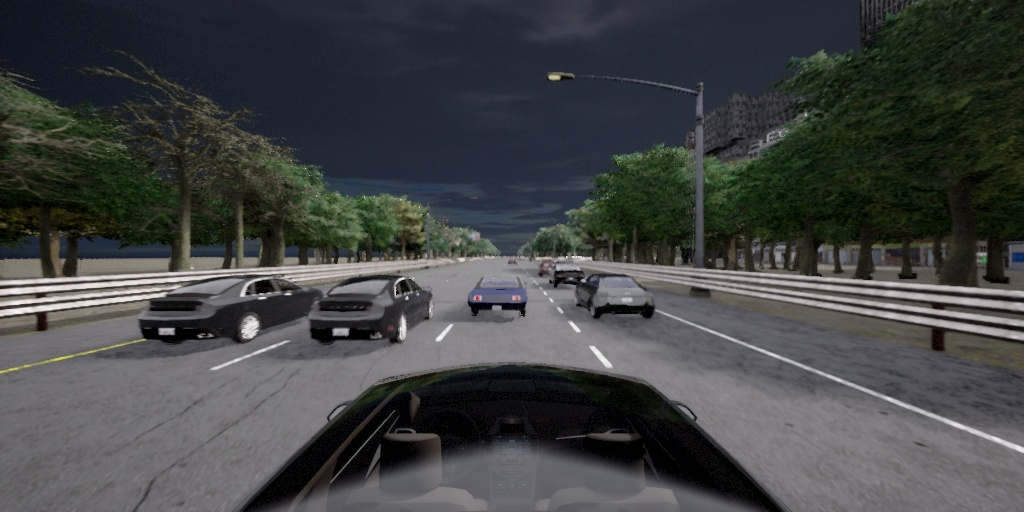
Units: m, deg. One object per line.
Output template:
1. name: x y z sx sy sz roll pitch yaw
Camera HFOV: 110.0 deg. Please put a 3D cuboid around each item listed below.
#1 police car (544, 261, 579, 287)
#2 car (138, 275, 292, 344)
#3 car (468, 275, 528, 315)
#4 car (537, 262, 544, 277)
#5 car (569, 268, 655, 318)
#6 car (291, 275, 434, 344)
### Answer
1. police car: 3.520 1.151 24.039 1.930 1.638 5.238 0 0 0
2. car: -6.897 1.246 9.583 1.837 1.490 4.892 0 0 0
3. car: -0.365 1.338 13.392 1.895 1.301 4.718 0 0 2
4. car: 3.532 1.238 34.928 1.812 1.442 4.674 0 0 0
5. car: 3.508 1.302 12.928 1.994 1.385 4.181 0 0 0
6. car: -3.397 1.247 9.544 1.837 1.490 4.892 0 0 0
